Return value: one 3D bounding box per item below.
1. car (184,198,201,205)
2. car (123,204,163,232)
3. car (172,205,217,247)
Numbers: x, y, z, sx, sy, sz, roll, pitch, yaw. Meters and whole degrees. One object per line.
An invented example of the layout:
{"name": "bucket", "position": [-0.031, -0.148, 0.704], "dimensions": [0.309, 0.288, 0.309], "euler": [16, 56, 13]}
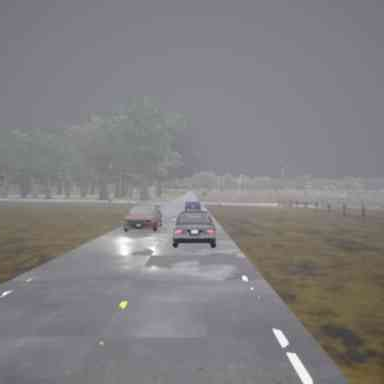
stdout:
{"name": "car", "position": [0.098, 1.470, 40.248], "dimensions": [1.882, 1.535, 5.008], "euler": [0, 0, 0]}
{"name": "car", "position": [-2.842, 1.479, 20.176], "dimensions": [1.882, 1.535, 5.008], "euler": [0, 0, 0]}
{"name": "car", "position": [0.097, 1.549, 15.083], "dimensions": [2.033, 1.411, 5.357], "euler": [0, 0, 0]}
